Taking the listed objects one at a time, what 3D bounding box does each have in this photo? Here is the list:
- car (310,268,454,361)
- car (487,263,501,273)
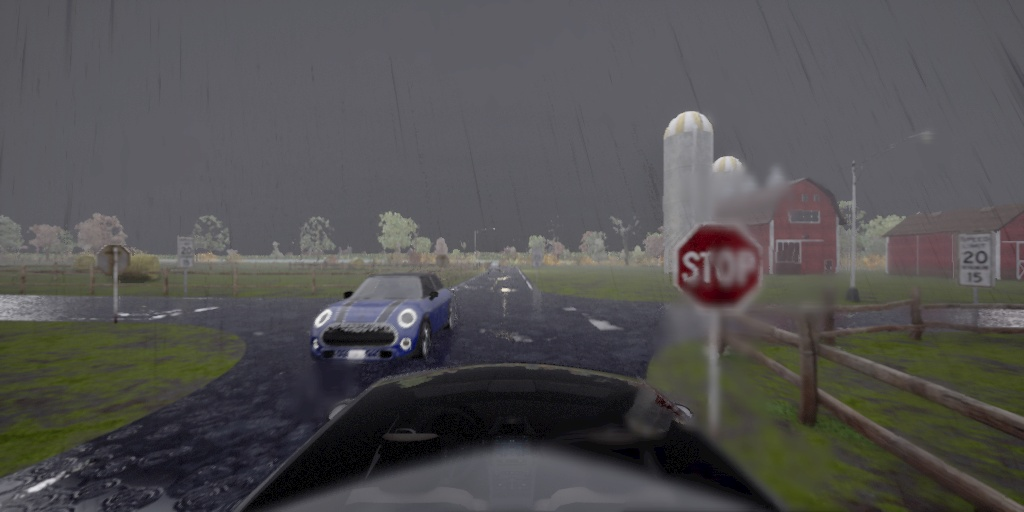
[{"bbox_3d":[-2.751,1.180,8.603,2.097,1.767,4.553,0,-1,0],"label":"car"},{"bbox_3d":[-2.774,1.853,57.187,1.812,1.442,4.674,0,-1,0],"label":"car"}]
